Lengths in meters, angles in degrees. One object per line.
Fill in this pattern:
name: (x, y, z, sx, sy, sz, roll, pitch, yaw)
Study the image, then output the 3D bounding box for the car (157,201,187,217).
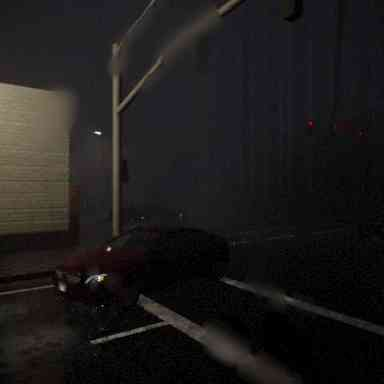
car: (-2.282, 1.545, 27.507, 2.128, 1.511, 4.902, 0, 0, -36)

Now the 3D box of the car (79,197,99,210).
car: (-14.063, 1.405, 44.134, 2.097, 1.767, 4.553, 0, 0, -36)

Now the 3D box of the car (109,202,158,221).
car: (-4.612, 1.618, 24.747, 1.994, 1.385, 4.181, 0, 0, -36)

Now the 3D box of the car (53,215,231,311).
car: (-0.870, 1.526, 7.981, 1.812, 1.442, 4.674, 1, 1, 42)

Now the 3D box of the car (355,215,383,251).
car: (8.649, 1.518, 12.227, 2.128, 1.511, 4.902, 0, 0, -36)
